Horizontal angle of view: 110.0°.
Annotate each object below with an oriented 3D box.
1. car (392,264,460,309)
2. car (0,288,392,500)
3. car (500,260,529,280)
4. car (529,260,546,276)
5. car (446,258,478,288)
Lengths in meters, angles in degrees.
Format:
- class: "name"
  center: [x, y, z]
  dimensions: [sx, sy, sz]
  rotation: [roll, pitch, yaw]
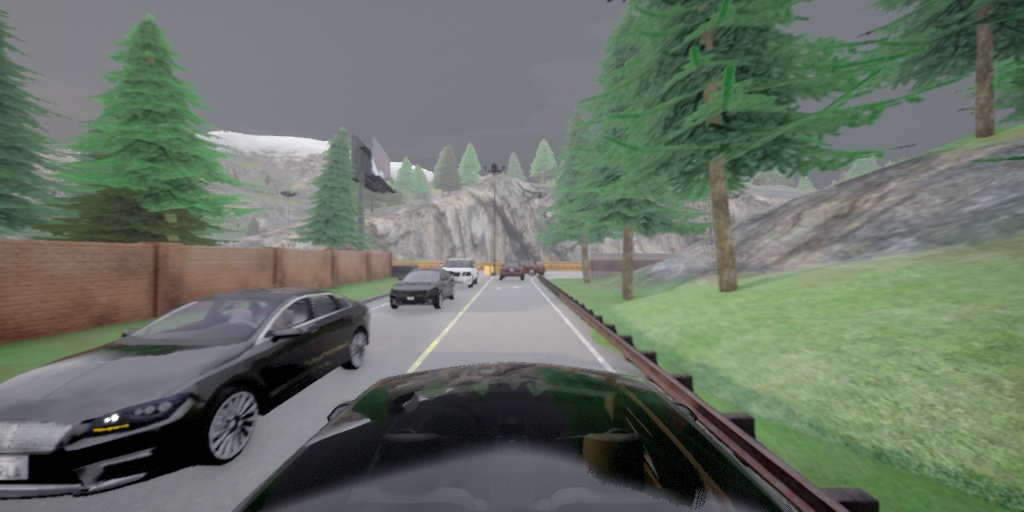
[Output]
- class: "car"
  center: [-3.632, 1.258, 15.336]
  dimensions: [1.882, 1.535, 5.008]
  rotation: [0, 0, 0]
- class: "car"
  center: [-3.609, 1.244, 4.985]
  dimensions: [2.128, 1.511, 4.902]
  rotation: [0, 0, 0]
- class: "car"
  center: [0.137, 1.197, 32.334]
  dimensions: [2.097, 1.767, 4.553]
  rotation: [0, 0, 5]
- class: "car"
  center: [1.382, 1.226, 39.616]
  dimensions: [4.553, 1.767, 2.097]
  rotation: [0, 0, 36]
- class: "car"
  center: [-3.585, 1.134, 24.837]
  dimensions: [2.150, 2.045, 5.566]
  rotation: [0, 0, 0]
